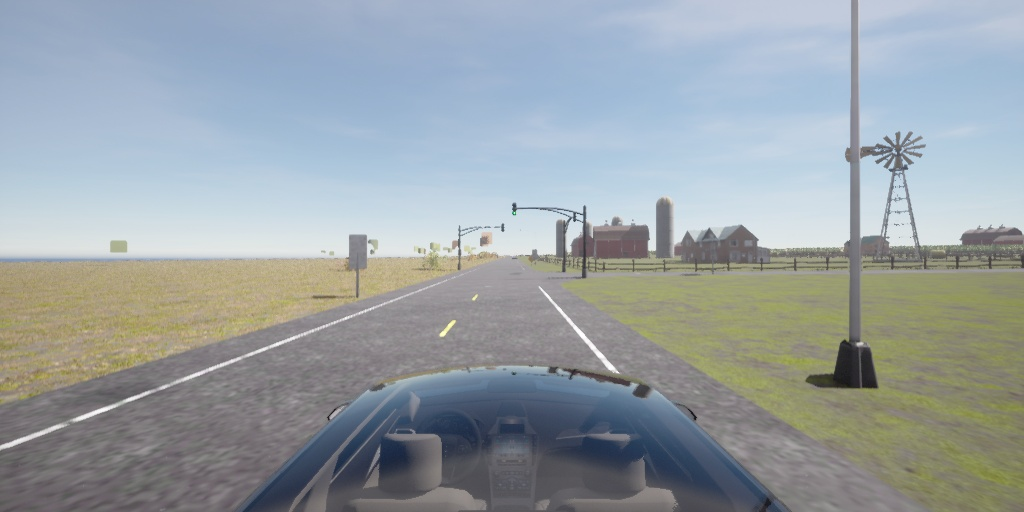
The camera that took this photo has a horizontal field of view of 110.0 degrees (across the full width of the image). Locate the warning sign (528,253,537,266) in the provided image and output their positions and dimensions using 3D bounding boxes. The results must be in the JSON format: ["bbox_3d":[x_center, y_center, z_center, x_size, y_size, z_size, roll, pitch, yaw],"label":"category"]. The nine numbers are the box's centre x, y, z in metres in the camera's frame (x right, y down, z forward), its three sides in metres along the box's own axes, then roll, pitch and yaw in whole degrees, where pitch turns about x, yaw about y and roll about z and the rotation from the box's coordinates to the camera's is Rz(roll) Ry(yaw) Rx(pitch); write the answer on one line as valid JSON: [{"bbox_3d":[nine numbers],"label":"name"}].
[{"bbox_3d":[3.550,0.811,64.319,1.300,1.860,1.060,0,0,0],"label":"warning sign"}]
